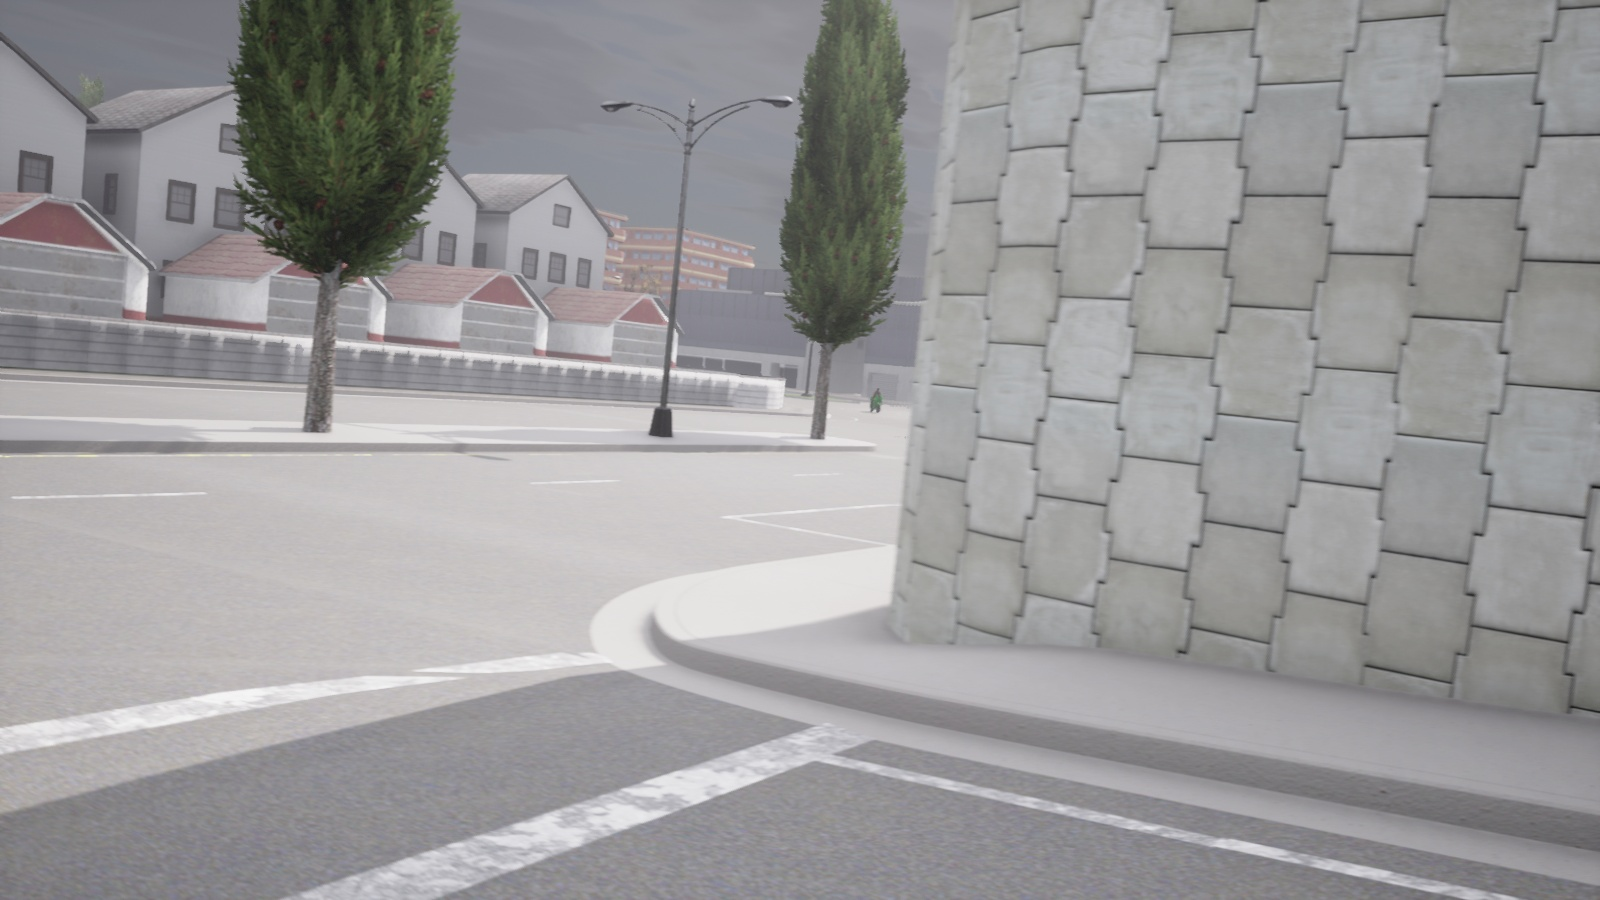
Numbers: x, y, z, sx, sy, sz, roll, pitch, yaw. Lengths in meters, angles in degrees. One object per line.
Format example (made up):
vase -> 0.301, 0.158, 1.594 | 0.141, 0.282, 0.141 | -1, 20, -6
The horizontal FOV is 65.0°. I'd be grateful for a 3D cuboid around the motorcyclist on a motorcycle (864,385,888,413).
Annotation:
motorcyclist on a motorcycle -> 4.477, -3.012, 74.107 | 0.797, 1.523, 2.044 | 4, 4, -12
